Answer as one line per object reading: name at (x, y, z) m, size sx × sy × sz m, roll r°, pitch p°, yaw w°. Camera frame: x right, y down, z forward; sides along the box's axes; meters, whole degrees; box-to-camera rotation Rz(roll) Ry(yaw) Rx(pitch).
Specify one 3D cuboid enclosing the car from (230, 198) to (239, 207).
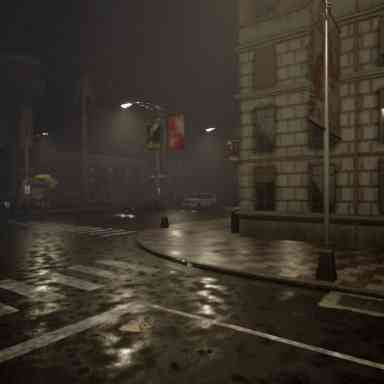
car at (7.922, 1.478, 51.655) m, size 5.008 × 1.535 × 1.882 m, roll 0°, pitch 0°, yaw -43°

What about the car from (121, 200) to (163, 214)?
car at (-5.027, 1.547, 35.640) m, size 2.033 × 1.411 × 5.357 m, roll 0°, pitch 0°, yaw 36°

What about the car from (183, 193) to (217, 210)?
car at (1.092, 1.222, 43.890) m, size 2.150 × 2.045 × 5.566 m, roll 0°, pitch 0°, yaw 37°
